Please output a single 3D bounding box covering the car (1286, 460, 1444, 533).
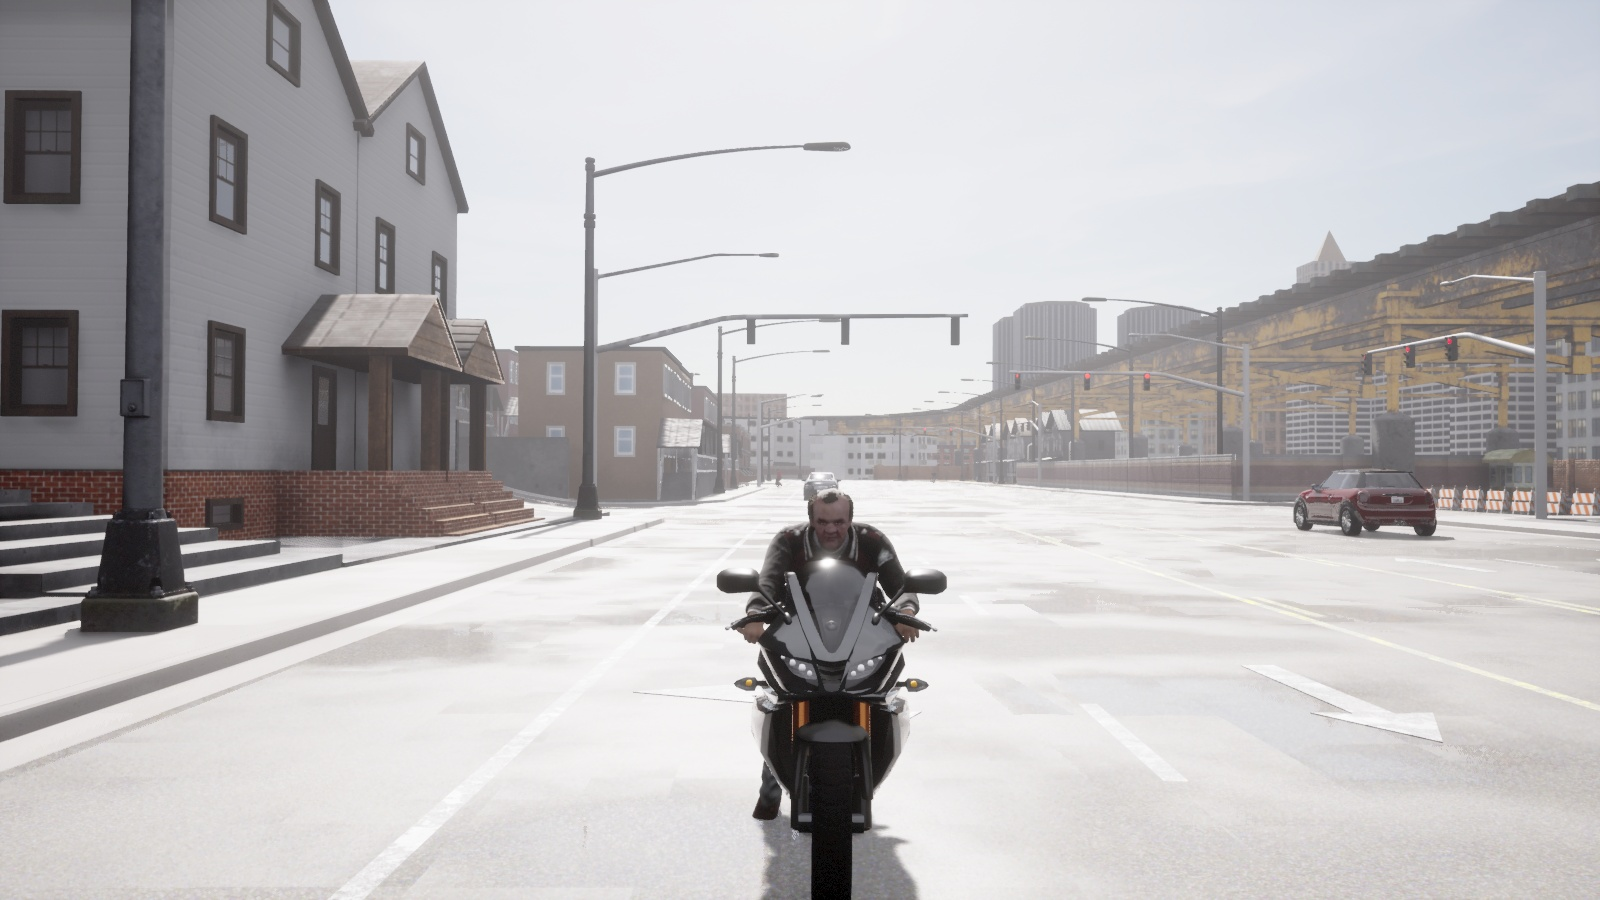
[{"bbox_3d":[14.574,1.162,32.692,2.097,1.767,4.553,0,-1,1],"label":"car"}]

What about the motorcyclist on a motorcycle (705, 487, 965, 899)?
[{"bbox_3d":[0.135,0.938,5.312,0.866,1.530,2.191,0,-1,1],"label":"motorcyclist on a motorcycle"}]

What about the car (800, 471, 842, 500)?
[{"bbox_3d":[1.191,1.906,68.064,2.128,1.511,4.902,0,-1,2],"label":"car"}]
